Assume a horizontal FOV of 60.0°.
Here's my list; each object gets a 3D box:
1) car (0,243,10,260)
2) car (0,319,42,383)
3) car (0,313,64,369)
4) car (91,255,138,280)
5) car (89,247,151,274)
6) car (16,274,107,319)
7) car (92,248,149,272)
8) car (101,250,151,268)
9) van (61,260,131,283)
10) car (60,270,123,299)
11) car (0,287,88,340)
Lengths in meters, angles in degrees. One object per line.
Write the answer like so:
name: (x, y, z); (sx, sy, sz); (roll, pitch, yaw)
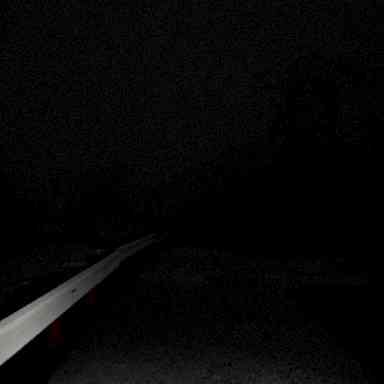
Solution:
car: (-23.984, 6.959, 38.071); (5.566, 2.045, 2.435); (1, -4, -20)
car: (-6.861, 4.700, 7.984); (5.566, 2.045, 2.435); (2, -5, -20)
car: (-6.934, 5.205, 10.956); (4.792, 1.488, 2.163); (2, -4, -20)
car: (-6.929, 6.184, 26.050); (4.553, 1.767, 2.185); (2, -4, -20)
car: (-6.965, 6.512, 32.101); (5.566, 2.045, 2.435); (2, -5, -20)
car: (-6.964, 5.504, 17.004); (4.553, 1.767, 2.185); (2, -5, -20)
car: (-6.994, 6.282, 29.049); (5.566, 2.045, 2.435); (2, -4, -20)
car: (-6.983, 7.018, 35.095); (4.792, 1.488, 2.163); (2, -5, -20)
van: (-6.841, 5.862, 23.083); (4.442, 1.987, 1.878); (2, -5, -20)
car: (-6.933, 5.857, 20.007); (4.892, 1.521, 2.231); (2, -4, -20)
car: (-6.943, 5.277, 13.983); (4.553, 1.767, 2.185); (2, -5, -20)
